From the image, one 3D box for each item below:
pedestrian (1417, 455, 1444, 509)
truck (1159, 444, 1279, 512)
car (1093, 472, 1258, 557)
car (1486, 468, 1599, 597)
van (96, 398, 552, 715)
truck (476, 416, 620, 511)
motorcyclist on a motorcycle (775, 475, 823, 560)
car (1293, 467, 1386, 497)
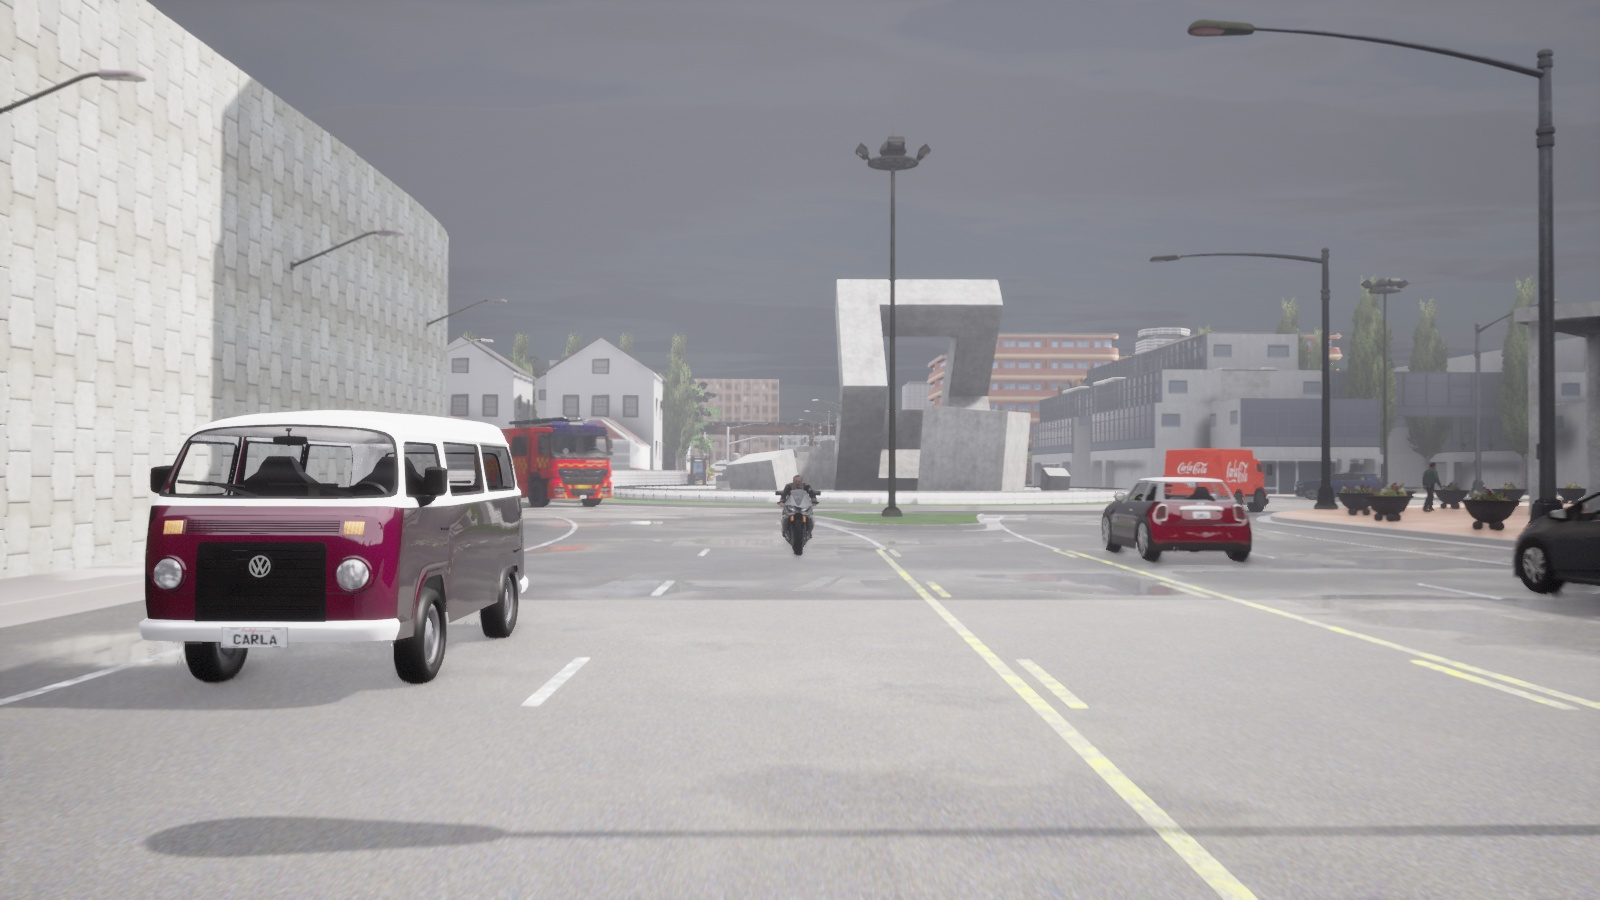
[{"bbox_3d":[22.829,1.147,45.481,0.788,1.949,0.423,0,-1,-16],"label":"pedestrian"},{"bbox_3d":[16.293,1.077,48.680,2.627,2.467,5.204,-1,-2,41],"label":"truck"},{"bbox_3d":[6.947,1.148,23.653,1.970,1.475,3.806,0,-1,0],"label":"car"},{"bbox_3d":[10.463,0.971,15.038,2.007,1.525,4.514,0,-1,0],"label":"car"},{"bbox_3d":[-3.526,0.726,10.374,2.069,2.038,4.480,0,-1,0],"label":"van"},{"bbox_3d":[-11.221,0.618,55.155,2.891,3.827,8.468,0,-1,-36],"label":"truck"},{"bbox_3d":[-0.030,1.252,24.042,0.866,1.530,2.191,0,-1,-1],"label":"motorcyclist on a motorcycle"},{"bbox_3d":[30.967,1.830,72.257,4.856,1.649,2.033,-1,-1,22],"label":"car"}]
